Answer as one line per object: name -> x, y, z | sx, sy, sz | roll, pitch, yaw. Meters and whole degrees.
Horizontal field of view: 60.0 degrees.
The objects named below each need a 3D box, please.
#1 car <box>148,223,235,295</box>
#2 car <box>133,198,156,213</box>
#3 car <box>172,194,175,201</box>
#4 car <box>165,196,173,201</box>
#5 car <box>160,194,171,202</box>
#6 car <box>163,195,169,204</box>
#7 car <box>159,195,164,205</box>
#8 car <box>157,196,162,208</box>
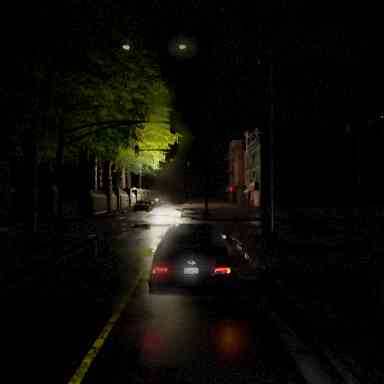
car -> -0.004, 1.551, 8.852 | 2.033, 1.411, 5.357 | 0, 0, 0
car -> -5.617, 1.583, 37.997 | 2.008, 1.369, 4.403 | 1, 0, -1
car -> -6.079, 1.615, 83.281 | 1.967, 1.590, 4.097 | 1, 0, -1
car -> -6.139, 1.728, 88.562 | 1.752, 1.417, 4.829 | 1, 0, -1
car -> -5.899, 1.419, 66.932 | 2.192, 1.841, 5.009 | 1, 0, -1
car -> -5.845, 1.667, 61.482 | 1.802, 1.307, 4.206 | 1, 0, -1
car -> -5.726, 1.621, 50.582 | 1.947, 1.339, 4.313 | 1, 0, -1
car -> -5.667, 1.595, 45.132 | 2.008, 1.369, 4.403 | 1, 0, -1
